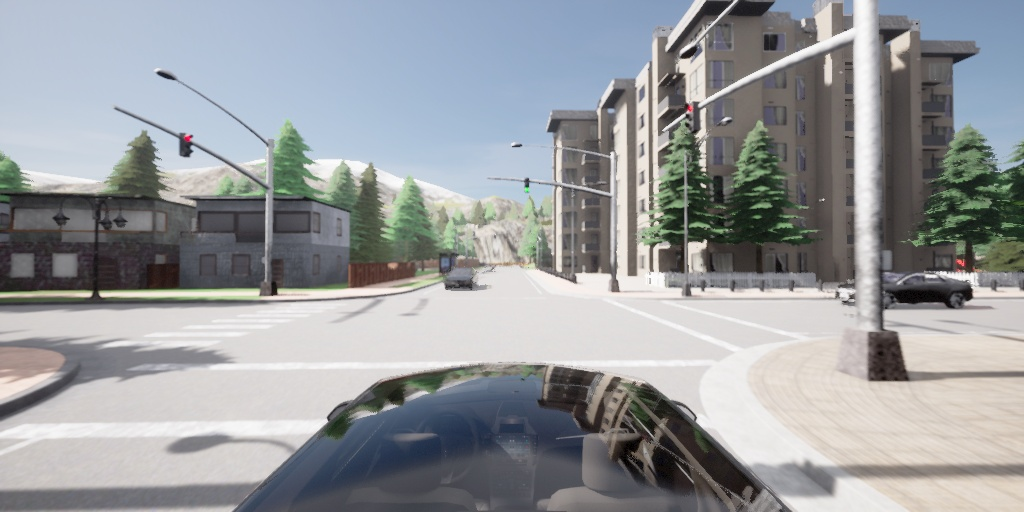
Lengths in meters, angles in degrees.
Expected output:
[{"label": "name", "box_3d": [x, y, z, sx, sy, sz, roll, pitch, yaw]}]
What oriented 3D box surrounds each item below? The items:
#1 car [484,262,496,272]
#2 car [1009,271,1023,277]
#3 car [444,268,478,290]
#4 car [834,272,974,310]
[{"label": "car", "box_3d": [-3.507, 1.785, 58.063, 2.128, 1.511, 4.902, 0, -1, 0]}, {"label": "car", "box_3d": [50.801, 1.742, 33.652, 1.895, 1.301, 4.718, 0, -1, -1]}, {"label": "car", "box_3d": [-3.501, 1.568, 25.323, 1.882, 1.535, 5.008, 0, 0, 0]}, {"label": "car", "box_3d": [16.690, 1.425, 15.426, 4.902, 1.511, 2.128, 0, -1, -2]}]
